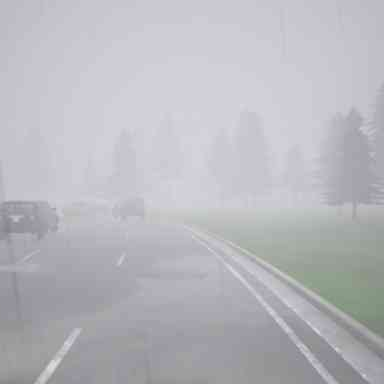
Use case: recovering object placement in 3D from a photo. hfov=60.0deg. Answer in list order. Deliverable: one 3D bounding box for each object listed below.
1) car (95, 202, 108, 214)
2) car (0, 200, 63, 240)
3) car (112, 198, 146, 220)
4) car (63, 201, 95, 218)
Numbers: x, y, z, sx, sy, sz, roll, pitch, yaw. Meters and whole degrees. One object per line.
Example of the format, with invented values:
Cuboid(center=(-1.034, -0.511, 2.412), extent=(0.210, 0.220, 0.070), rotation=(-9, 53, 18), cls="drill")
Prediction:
Cuboid(center=(-12.147, 2.029, 41.498), extent=(1.812, 1.442, 4.674), rotation=(0, -1, -40), cls="car")
Cuboid(center=(-9.105, 1.469, 18.825), extent=(2.150, 2.045, 5.566), rotation=(0, 0, -12), cls="car")
Cuboid(center=(-6.133, 1.599, 32.153), extent=(2.150, 2.045, 5.566), rotation=(0, 0, -26), cls="car")
Cuboid(center=(-12.362, 1.791, 35.420), extent=(2.097, 1.767, 4.553), rotation=(0, -1, -33), cls="car")
